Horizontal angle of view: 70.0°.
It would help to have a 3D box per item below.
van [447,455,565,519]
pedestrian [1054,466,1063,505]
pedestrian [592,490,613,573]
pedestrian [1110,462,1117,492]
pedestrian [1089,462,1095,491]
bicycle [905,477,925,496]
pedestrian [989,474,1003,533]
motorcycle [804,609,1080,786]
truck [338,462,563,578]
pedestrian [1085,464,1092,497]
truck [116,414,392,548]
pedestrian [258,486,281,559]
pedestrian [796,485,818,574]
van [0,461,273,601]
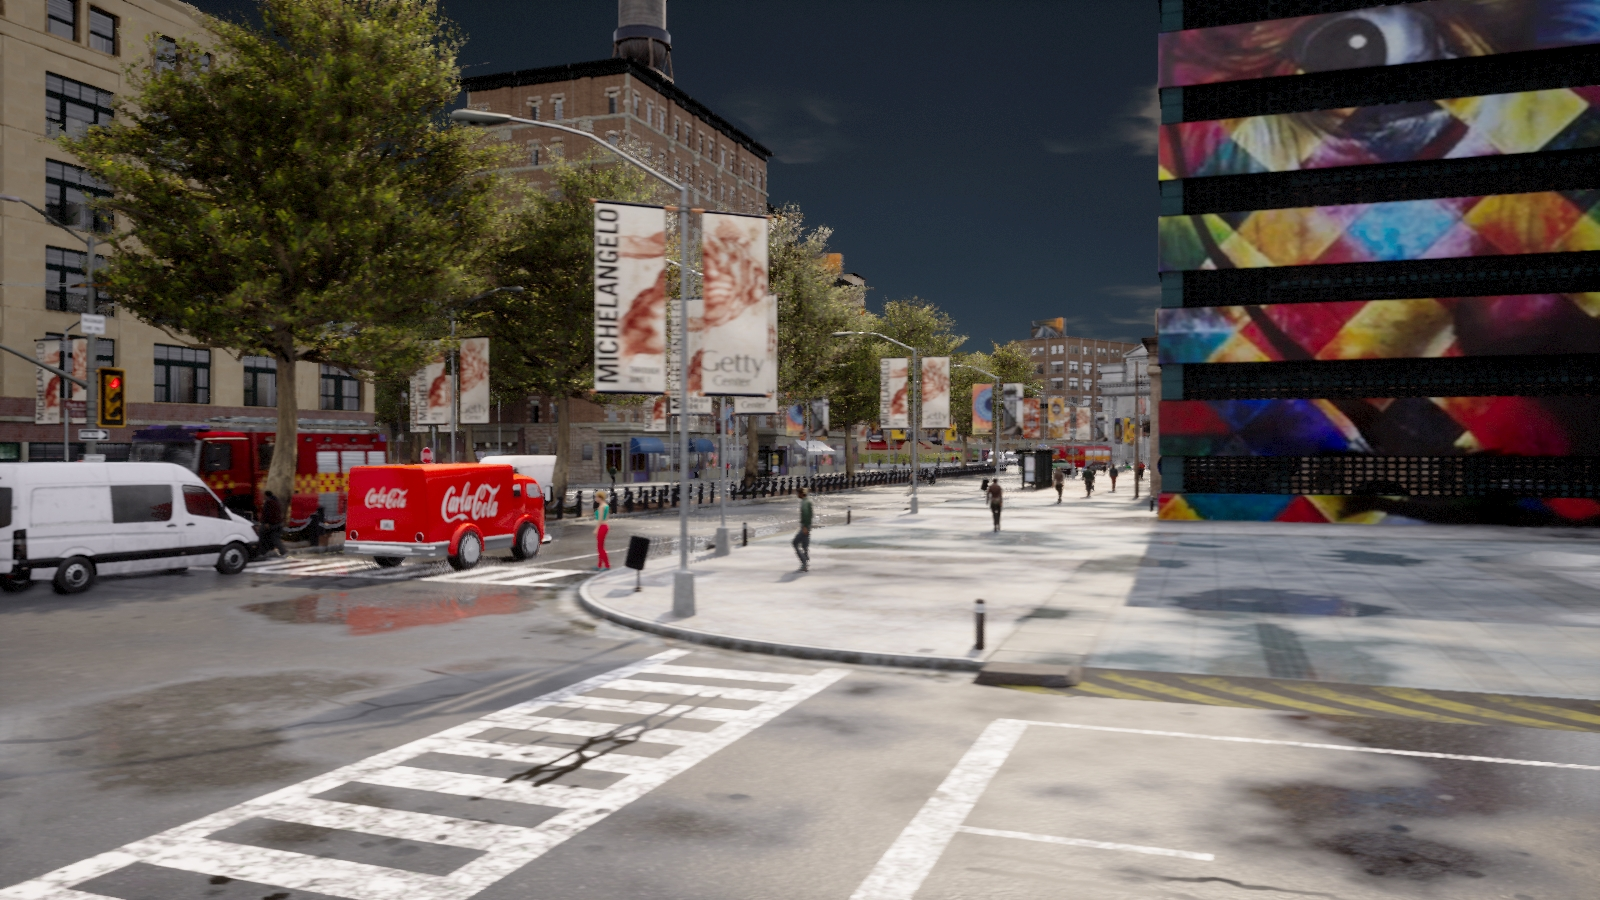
[{"bbox_3d":[-12.692,1.534,49.770,1.988,2.561,5.915,0,0,20],"label":"van"},{"bbox_3d":[12.481,1.697,55.153,0.375,1.860,0.375,0,0,24],"label":"pedestrian"},{"bbox_3d":[-4.511,1.849,26.109,0.375,1.860,0.375,0,0,11],"label":"pedestrian"},{"bbox_3d":[19.440,1.696,70.866,0.375,1.860,0.375,0,0,14],"label":"pedestrian"},{"bbox_3d":[18.799,1.696,73.628,0.375,1.860,0.375,0,0,11],"label":"pedestrian"},{"bbox_3d":[7.139,2.256,70.918,0.859,1.080,1.487,0,0,20],"label":"bicycle"},{"bbox_3d":[6.229,1.699,36.325,0.375,1.860,0.375,0,0,17],"label":"pedestrian"},{"bbox_3d":[1.274,2.170,10.262,2.356,1.277,0.764,0,0,19],"label":"motorcycle"},{"bbox_3d":[-8.350,1.568,27.952,2.627,2.467,5.204,0,0,21],"label":"truck"},{"bbox_3d":[16.088,1.696,63.707,0.375,1.860,0.375,0,0,19],"label":"pedestrian"},{"bbox_3d":[-17.277,0.890,37.022,2.891,3.827,8.468,0,0,20],"label":"truck"},{"bbox_3d":[-13.597,1.849,29.278,0.375,1.860,0.375,0,0,12],"label":"pedestrian"},{"bbox_3d":[0.147,1.696,24.429,0.375,1.860,0.375,0,0,19],"label":"pedestrian"},{"bbox_3d":[-14.383,1.534,24.363,1.988,2.561,5.915,0,0,23],"label":"van"}]
